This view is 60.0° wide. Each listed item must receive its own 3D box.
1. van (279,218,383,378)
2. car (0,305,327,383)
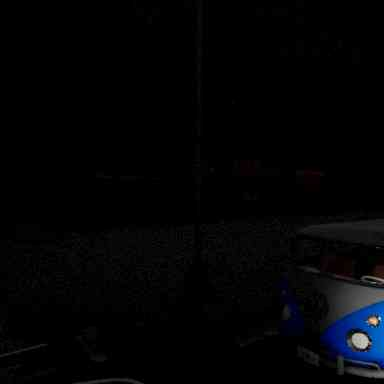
[{"bbox_3d":[3.010,1.305,4.942,3.998,1.788,1.690,0,1,-35],"label":"van"},{"bbox_3d":[-1.506,1.553,1.728,4.403,1.369,2.008,0,1,-35],"label":"car"}]
